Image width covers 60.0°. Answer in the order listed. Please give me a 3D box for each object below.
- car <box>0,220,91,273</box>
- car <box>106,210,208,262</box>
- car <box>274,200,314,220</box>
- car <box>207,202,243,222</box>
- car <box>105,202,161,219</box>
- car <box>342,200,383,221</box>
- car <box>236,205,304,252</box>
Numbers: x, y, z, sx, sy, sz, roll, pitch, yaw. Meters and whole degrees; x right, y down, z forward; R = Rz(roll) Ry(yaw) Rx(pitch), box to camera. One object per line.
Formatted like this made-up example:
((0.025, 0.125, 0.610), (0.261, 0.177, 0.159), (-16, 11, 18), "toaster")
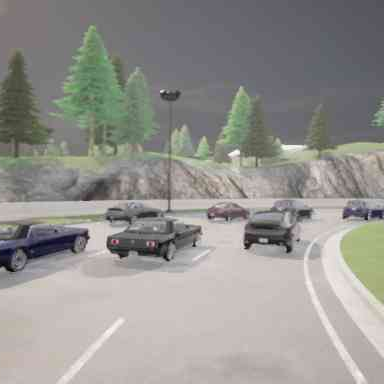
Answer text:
((-5.208, 1.542, 10.541), (1.895, 1.301, 4.718), (1, 0, 15), "car")
((-1.085, 1.580, 12.209), (1.895, 1.301, 4.718), (1, 0, 18), "car")
((8.326, 1.406, 27.483), (2.097, 1.767, 4.553), (1, 0, 42), "car")
((2.917, 1.529, 26.605), (1.812, 1.442, 4.674), (0, 0, 37), "car")
((-3.876, 1.434, 23.163), (2.128, 1.511, 4.902), (0, 0, 29), "car")
((15.049, 1.469, 28.950), (4.553, 1.767, 2.097), (1, 0, -40), "car")
((3.511, 1.524, 14.216), (1.837, 1.490, 4.892), (0, -1, 23), "car")
